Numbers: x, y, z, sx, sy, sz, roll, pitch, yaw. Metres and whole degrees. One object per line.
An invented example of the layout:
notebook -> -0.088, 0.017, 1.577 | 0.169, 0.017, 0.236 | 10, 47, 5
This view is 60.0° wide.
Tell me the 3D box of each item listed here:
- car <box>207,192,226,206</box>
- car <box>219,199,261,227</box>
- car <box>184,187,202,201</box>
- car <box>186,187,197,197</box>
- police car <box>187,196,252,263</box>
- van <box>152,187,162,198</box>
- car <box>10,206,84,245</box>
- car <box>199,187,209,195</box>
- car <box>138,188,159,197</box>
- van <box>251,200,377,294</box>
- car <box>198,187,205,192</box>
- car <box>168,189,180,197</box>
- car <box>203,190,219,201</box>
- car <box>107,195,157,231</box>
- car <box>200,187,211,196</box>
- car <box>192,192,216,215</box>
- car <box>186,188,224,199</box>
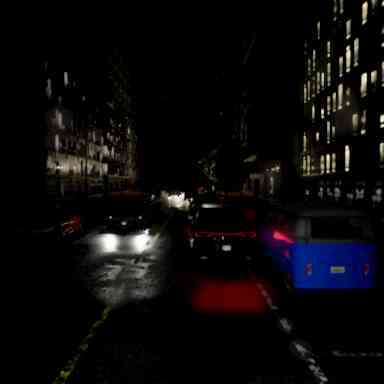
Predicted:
car -> 2.641, 0.738, 36.426 | 1.802, 1.307, 4.206 | 0, 1, 0
car -> 2.665, 1.132, 19.353 | 1.802, 1.307, 4.206 | 0, 1, 0
car -> -0.059, 0.249, 47.385 | 2.097, 1.767, 4.553 | 0, 1, 0
car -> -0.084, -0.099, 61.698 | 2.097, 1.767, 4.553 | 0, 1, 0
police car -> 0.886, 1.166, 11.094 | 1.930, 1.638, 5.238 | 0, 1, 0
van -> -5.763, 0.091, 53.485 | 1.690, 1.788, 3.998 | 0, 1, 0
car -> -5.708, 1.263, 13.653 | 1.802, 1.307, 4.206 | 0, 1, 0
car -> 2.594, -0.229, 70.567 | 1.967, 1.590, 4.097 | 0, 1, 0
car -> -5.747, 0.573, 42.108 | 2.008, 1.369, 4.403 | 0, 1, 0
van -> 2.681, 1.154, 7.966 | 1.690, 1.788, 3.998 | 0, 1, 0
car -> 2.563, -0.692, 93.333 | 1.887, 1.381, 4.507 | 0, 1, 0
car -> -3.143, 0.147, 58.756 | 1.812, 1.442, 4.674 | 0, 1, 0
car -> 2.626, 0.439, 47.807 | 2.008, 1.369, 4.403 | 0, 1, 0
car -> -3.124, 1.115, 17.605 | 1.812, 1.442, 4.674 | 0, 1, 0
car -> 2.602, -0.089, 64.877 | 1.967, 1.590, 4.097 | 0, 1, 0
car -> 0.864, 0.825, 27.170 | 1.801, 1.575, 5.366 | 0, 1, 0
car -> 0.823, 0.865, 20.941 | 2.097, 1.767, 4.553 | 0, 1, -1
